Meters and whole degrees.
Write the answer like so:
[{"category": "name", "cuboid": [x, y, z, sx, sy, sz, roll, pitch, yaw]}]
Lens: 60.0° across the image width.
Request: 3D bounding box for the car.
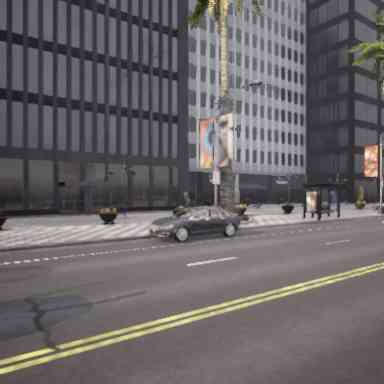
[{"category": "car", "cuboid": [0.261, 1.483, 16.440, 4.892, 1.521, 2.231, 0, 0, -35]}]
